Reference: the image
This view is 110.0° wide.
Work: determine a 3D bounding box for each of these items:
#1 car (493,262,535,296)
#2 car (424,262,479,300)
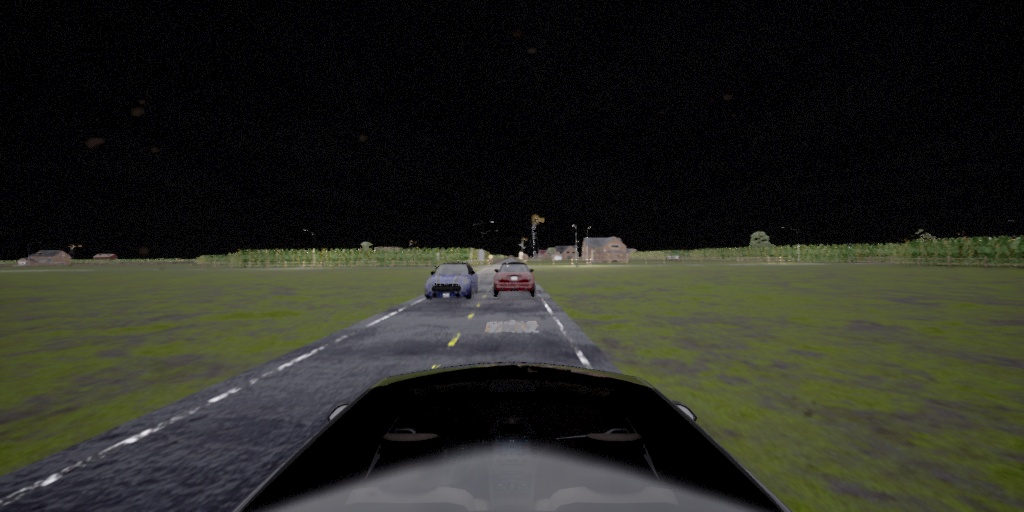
[{"bbox_3d":[0.112,1.104,19.464,2.097,1.767,4.553,0,0,0],"label":"car"},{"bbox_3d":[-2.838,1.103,17.700,2.097,1.767,4.553,0,0,0],"label":"car"}]
